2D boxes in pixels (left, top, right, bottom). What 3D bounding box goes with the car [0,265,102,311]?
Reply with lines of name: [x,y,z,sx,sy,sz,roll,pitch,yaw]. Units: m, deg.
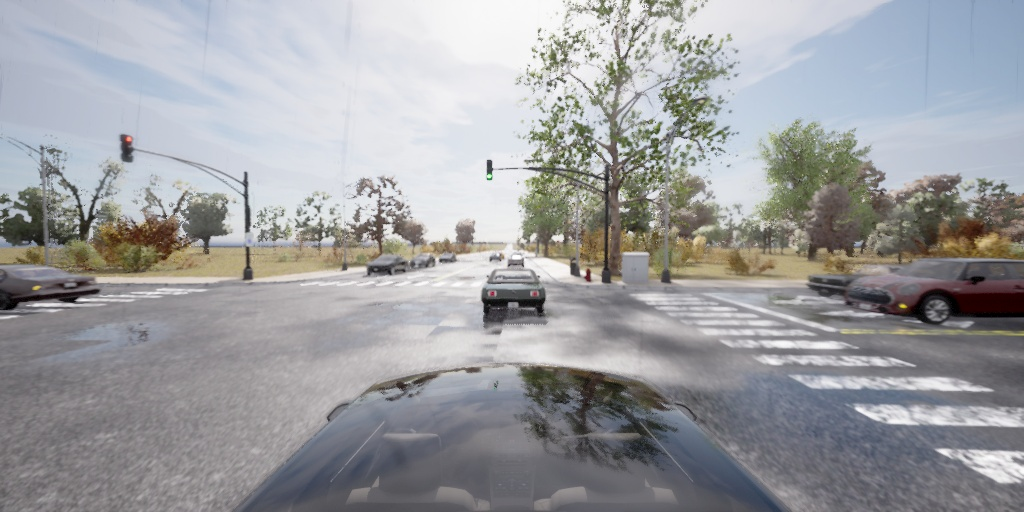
car: [-17.244,1.004,12.134,5.357,1.411,2.033,0,2,3]

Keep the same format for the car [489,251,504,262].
car: [-2.559,0.171,56.348,2.033,1.411,5.357,0,1,1]

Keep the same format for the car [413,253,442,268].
car: [-9.469,0.458,38.589,2.128,1.511,4.902,0,1,1]

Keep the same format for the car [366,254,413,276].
car: [-9.677,0.645,28.190,1.882,1.535,5.008,0,1,2]

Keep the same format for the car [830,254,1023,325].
car: [12.212,0.839,10.010,4.553,1.767,2.097,0,2,3]

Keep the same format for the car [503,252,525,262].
car: [0.444,0.527,38.362,2.033,1.411,5.357,0,1,1]

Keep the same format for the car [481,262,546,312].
car: [0.043,1.055,12.432,1.895,1.301,4.718,0,1,0]

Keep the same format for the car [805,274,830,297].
car: [13.777,0.979,13.192,4.718,1.301,1.895,0,2,3]

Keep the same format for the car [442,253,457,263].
car: [-9.174,0.257,51.740,2.033,1.411,5.357,0,1,2]
